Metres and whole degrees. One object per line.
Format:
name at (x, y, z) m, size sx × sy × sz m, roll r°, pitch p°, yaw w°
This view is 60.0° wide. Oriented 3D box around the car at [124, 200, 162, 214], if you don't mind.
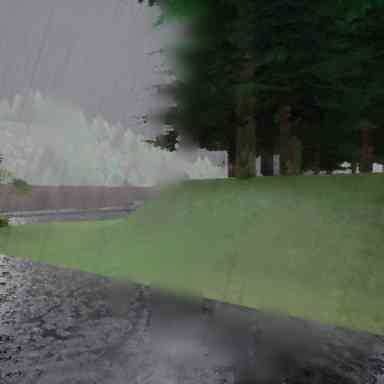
car at (-5.413, 1.617, 37.291) m, size 2.128 × 1.511 × 4.902 m, roll 0°, pitch 0°, yaw 36°
